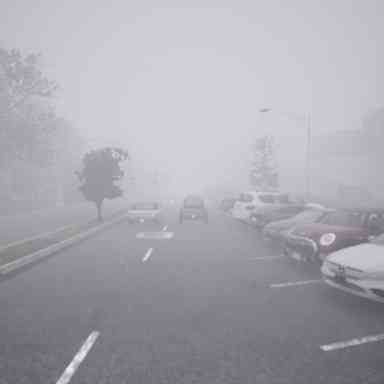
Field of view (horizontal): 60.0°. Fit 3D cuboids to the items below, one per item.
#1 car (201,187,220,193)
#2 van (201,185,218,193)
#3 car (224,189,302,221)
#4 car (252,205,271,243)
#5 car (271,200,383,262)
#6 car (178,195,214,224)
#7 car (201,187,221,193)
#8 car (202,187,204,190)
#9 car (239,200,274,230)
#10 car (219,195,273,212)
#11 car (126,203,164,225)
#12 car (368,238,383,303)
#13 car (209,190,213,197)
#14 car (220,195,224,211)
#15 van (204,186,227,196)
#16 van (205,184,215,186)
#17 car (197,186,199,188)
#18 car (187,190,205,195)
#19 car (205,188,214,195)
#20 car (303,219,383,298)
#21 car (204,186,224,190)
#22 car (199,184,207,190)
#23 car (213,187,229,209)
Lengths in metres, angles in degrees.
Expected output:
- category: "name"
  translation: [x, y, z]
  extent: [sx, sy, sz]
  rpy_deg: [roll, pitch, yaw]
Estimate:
- category: "car"
  translation: [5.032, -0.507, 91.081]
  extent: [4.674, 1.452, 2.002]
  rpy_deg: [0, 2, -20]
- category: "van"
  translation: [4.931, -0.876, 94.002]
  extent: [4.442, 1.987, 1.878]
  rpy_deg: [0, 3, -20]
- category: "car"
  translation: [5.092, 1.013, 19.267]
  extent: [5.566, 2.045, 2.435]
  rpy_deg: [0, 1, -20]
- category: "car"
  translation: [5.068, 1.394, 13.249]
  extent: [4.674, 1.452, 2.002]
  rpy_deg: [0, 1, -20]
- category: "car"
  translation: [5.098, 1.261, 10.258]
  extent: [4.553, 1.767, 2.185]
  rpy_deg: [1, 1, -20]
- category: "car"
  translation: [0.092, 1.216, 22.343]
  extent: [2.128, 1.511, 4.902]
  rpy_deg: [0, 1, 0]
- category: "car"
  translation: [5.064, -0.413, 88.111]
  extent: [4.792, 1.488, 2.163]
  rpy_deg: [0, 2, -20]
- category: "car"
  translation: [5.041, 0.218, 64.229]
  extent: [4.892, 1.521, 2.231]
  rpy_deg: [0, 1, -20]
- category: "car"
  translation: [5.090, 1.339, 16.273]
  extent: [4.792, 1.488, 2.163]
  rpy_deg: [0, 1, -20]
- category: "car"
  translation: [5.063, 1.071, 31.271]
  extent: [4.674, 1.452, 2.002]
  rpy_deg: [0, 2, -20]
- category: "car"
  translation: [-2.908, 1.337, 21.666]
  extent: [1.895, 1.301, 4.718]
  rpy_deg: [0, 1, 0]
- category: "car"
  translation: [5.061, 1.448, 4.248]
  extent: [5.008, 1.535, 2.097]
  rpy_deg: [1, 0, -20]
- category: "car"
  translation: [5.030, 0.845, 40.265]
  extent: [4.792, 1.488, 2.163]
  rpy_deg: [0, 2, -20]
- category: "car"
  translation: [4.890, 1.209, 22.198]
  extent: [5.366, 1.575, 1.946]
  rpy_deg: [0, 1, -20]
- category: "van"
  translation: [4.939, -0.158, 70.143]
  extent: [4.442, 1.987, 1.878]
  rpy_deg: [0, 2, -20]
- category: "van"
  translation: [5.159, 0.066, 61.285]
  extent: [4.442, 1.987, 1.878]
  rpy_deg: [0, 1, -20]
- category: "car"
  translation: [4.867, -0.352, 85.042]
  extent: [5.366, 1.575, 1.946]
  rpy_deg: [0, 2, -20]
- category: "car"
  translation: [0.086, 0.838, 39.414]
  extent: [2.128, 1.511, 4.902]
  rpy_deg: [0, 1, 0]
- category: "car"
  translation: [5.026, 0.545, 52.268]
  extent: [4.792, 1.488, 2.163]
  rpy_deg: [0, 2, -20]
- category: "car"
  translation: [5.070, 1.459, 7.249]
  extent: [4.674, 1.452, 2.002]
  rpy_deg: [1, 1, -20]
- category: "car"
  translation: [5.021, 0.240, 58.253]
  extent: [4.553, 1.767, 2.185]
  rpy_deg: [0, 1, -20]
- category: "car"
  translation: [5.024, -0.108, 67.190]
  extent: [5.566, 2.045, 2.435]
  rpy_deg: [0, 2, -20]
- category: "car"
  translation: [5.037, 0.849, 28.246]
  extent: [5.566, 2.045, 2.435]
  rpy_deg: [0, 2, -20]
